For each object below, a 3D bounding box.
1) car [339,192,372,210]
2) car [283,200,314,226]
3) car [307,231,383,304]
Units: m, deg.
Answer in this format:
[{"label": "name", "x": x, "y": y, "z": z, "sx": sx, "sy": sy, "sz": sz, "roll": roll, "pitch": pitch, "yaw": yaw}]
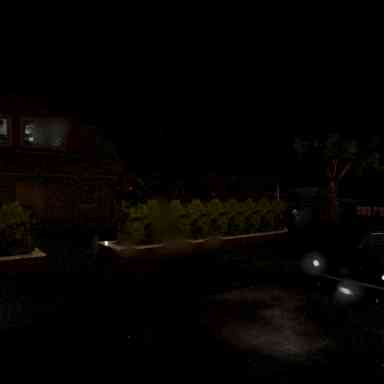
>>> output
[{"label": "car", "x": 17.447, "y": 0.985, "z": 36.215, "sx": 3.866, "sy": 1.878, "sz": 1.905, "roll": 0, "pitch": 0, "yaw": 0}, {"label": "car", "x": 6.359, "y": 1.352, "z": 23.811, "sx": 2.097, "sy": 1.767, "sz": 4.553, "roll": 0, "pitch": 0, "yaw": -36}, {"label": "car", "x": 4.840, "y": 1.601, "z": 7.614, "sx": 4.718, "sy": 1.301, "sz": 1.895, "roll": 0, "pitch": 0, "yaw": -32}]
